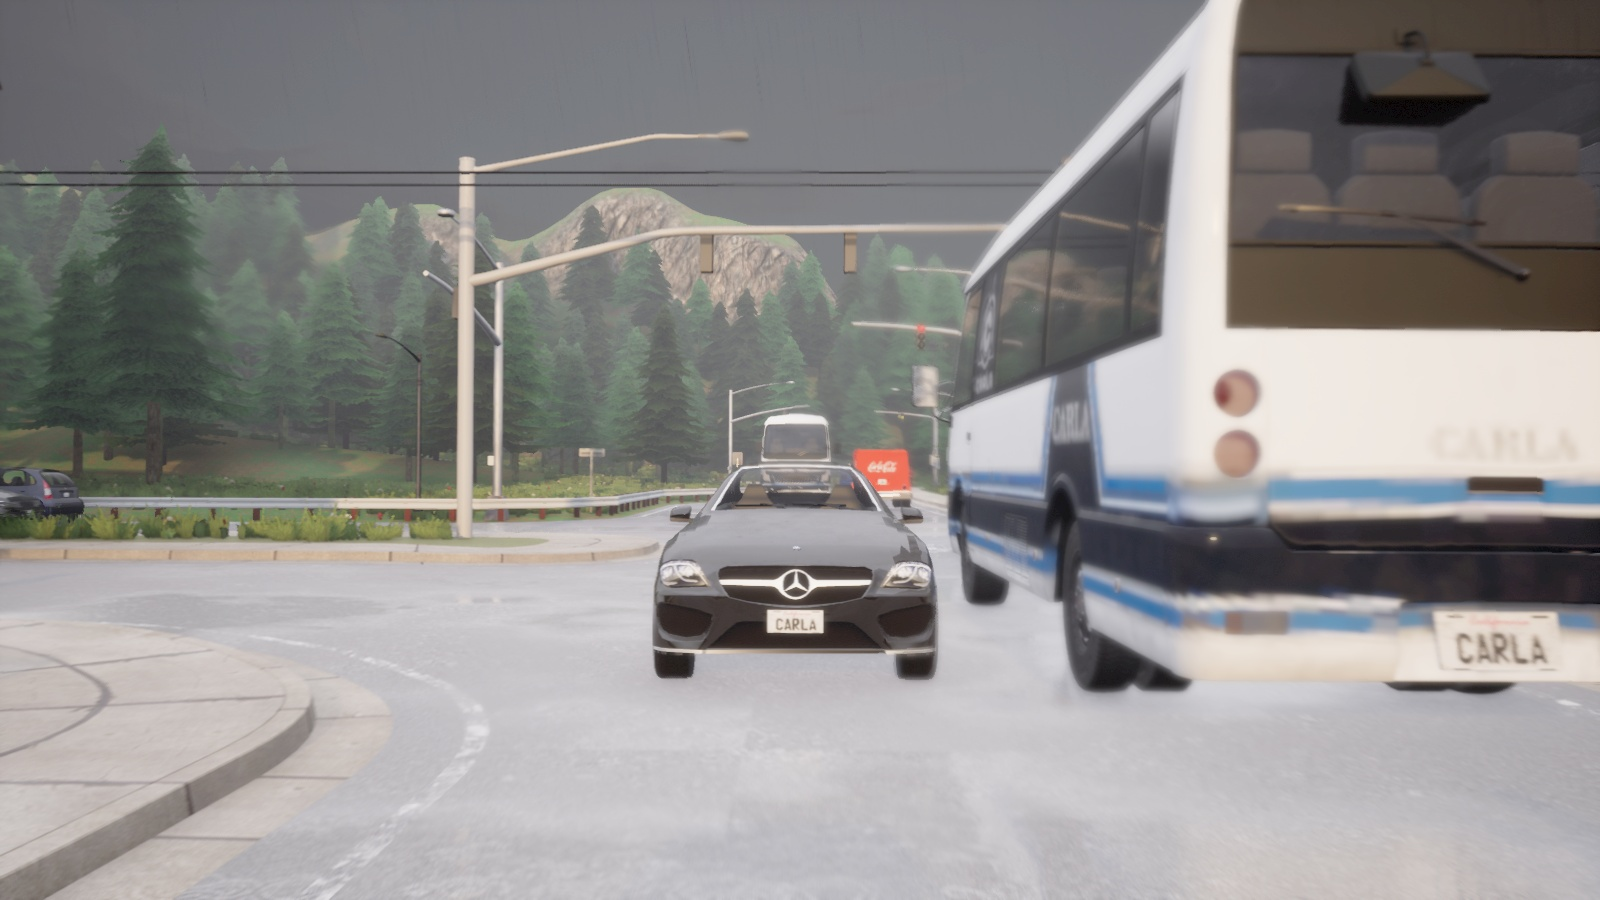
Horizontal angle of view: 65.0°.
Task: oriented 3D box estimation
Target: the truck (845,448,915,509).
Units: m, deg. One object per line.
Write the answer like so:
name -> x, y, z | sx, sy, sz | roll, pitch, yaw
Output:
truck -> 3.367, 1.203, 53.729 | 2.627, 2.467, 5.204 | 0, -1, 0

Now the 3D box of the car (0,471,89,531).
car -> -22.572, 1.424, 35.441 | 3.988, 1.617, 1.851 | 0, -1, 1

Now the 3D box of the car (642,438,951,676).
car -> -0.028, 0.767, 11.277 | 2.152, 1.651, 5.027 | 0, -1, 0

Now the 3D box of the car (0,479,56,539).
car -> -21.548, 1.476, 31.923 | 4.193, 1.474, 1.816 | 0, -1, 1

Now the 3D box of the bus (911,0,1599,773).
bus -> 3.466, -0.387, 11.640 | 3.944, 4.253, 10.273 | 0, -1, 0

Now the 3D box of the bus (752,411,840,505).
bus -> -0.155, 0.464, 61.919 | 3.944, 4.253, 10.273 | 0, -1, 0
